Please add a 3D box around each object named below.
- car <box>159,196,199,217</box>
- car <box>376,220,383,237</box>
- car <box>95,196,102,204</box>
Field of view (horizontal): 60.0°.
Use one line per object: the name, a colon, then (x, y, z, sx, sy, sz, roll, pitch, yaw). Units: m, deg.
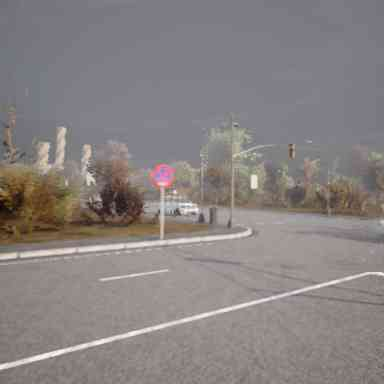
car: (-1.495, 1.506, 35.364, 2.150, 2.045, 5.566, 1, 0, -32)
car: (11.085, 1.782, 15.431, 1.812, 1.442, 4.674, 1, 0, -32)
car: (-15.870, 1.513, 57.995, 1.882, 1.535, 5.008, 1, 1, -33)
